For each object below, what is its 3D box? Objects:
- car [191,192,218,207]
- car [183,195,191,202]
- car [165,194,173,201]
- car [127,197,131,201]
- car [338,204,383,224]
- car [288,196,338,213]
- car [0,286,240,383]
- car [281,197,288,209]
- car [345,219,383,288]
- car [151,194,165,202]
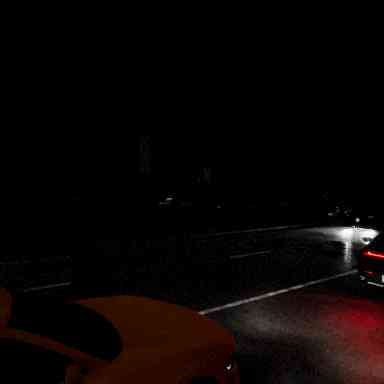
[{"bbox_3d":[2.817,1.010,46.589,2.150,2.045,5.566,-1,1,-39],"label":"car"},{"bbox_3d":[0.129,1.309,67.003,1.895,1.301,4.718,-1,0,-39],"label":"car"},{"bbox_3d":[-6.220,1.238,74.781,2.128,1.511,4.902,-1,0,-38],"label":"car"},{"bbox_3d":[-10.491,1.349,63.288,2.033,1.411,5.357,-1,0,-39],"label":"car"},{"bbox_3d":[11.249,1.428,20.614,4.181,1.385,1.994,-1,1,-37],"label":"car"},{"bbox_3d":[12.638,1.291,34.085,1.837,1.490,4.892,0,0,-34],"label":"car"},{"bbox_3d":[-1.837,1.478,2.419,5.008,1.535,1.882,0,0,-36],"label":"car"},{"bbox_3d":[12.790,1.248,39.789,2.128,1.511,4.902,-1,0,-39],"label":"car"},{"bbox_3d":[5.869,1.468,7.951,4.892,1.490,1.837,0,0,-36],"label":"car"},{"bbox_3d":[-8.005,1.304,65.789,2.128,1.511,4.902,-1,0,-39],"label":"car"}]
